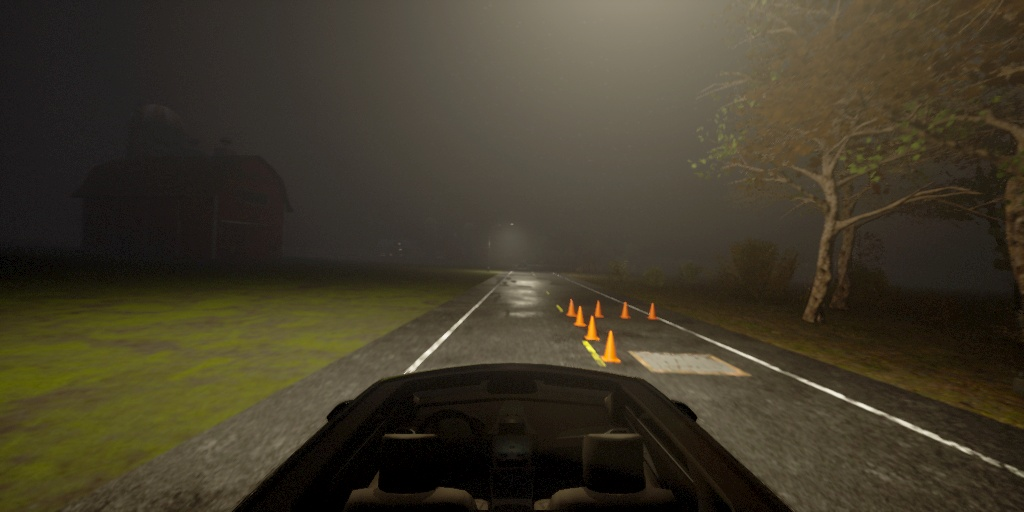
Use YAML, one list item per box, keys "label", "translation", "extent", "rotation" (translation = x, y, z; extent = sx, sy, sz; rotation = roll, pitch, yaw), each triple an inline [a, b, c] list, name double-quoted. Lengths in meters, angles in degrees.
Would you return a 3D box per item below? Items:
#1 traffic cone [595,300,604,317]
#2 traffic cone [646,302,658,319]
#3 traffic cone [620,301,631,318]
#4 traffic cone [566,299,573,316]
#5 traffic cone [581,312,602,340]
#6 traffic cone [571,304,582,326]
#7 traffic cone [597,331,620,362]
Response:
- label: "traffic cone"
  translation: [3.214, 1.954, 13.390]
  extent: [0.340, 0.580, 0.340]
  rotation: [0, 0, 2]
- label: "traffic cone"
  translation: [5.212, 2.024, 13.327]
  extent: [0.340, 0.580, 0.340]
  rotation: [0, 0, 2]
- label: "traffic cone"
  translation: [4.213, 1.989, 13.358]
  extent: [0.340, 0.580, 0.340]
  rotation: [0, 0, 2]
- label: "traffic cone"
  translation: [2.215, 1.919, 13.421]
  extent: [0.340, 0.580, 0.340]
  rotation: [0, 0, 2]
- label: "traffic cone"
  translation: [2.091, 1.869, 9.424]
  extent: [0.340, 0.580, 0.340]
  rotation: [0, 0, 2]
- label: "traffic cone"
  translation: [2.153, 1.894, 11.423]
  extent: [0.340, 0.580, 0.340]
  rotation: [0, 0, 2]
- label: "traffic cone"
  translation: [2.028, 1.843, 7.425]
  extent: [0.340, 0.580, 0.340]
  rotation: [0, 0, 2]
